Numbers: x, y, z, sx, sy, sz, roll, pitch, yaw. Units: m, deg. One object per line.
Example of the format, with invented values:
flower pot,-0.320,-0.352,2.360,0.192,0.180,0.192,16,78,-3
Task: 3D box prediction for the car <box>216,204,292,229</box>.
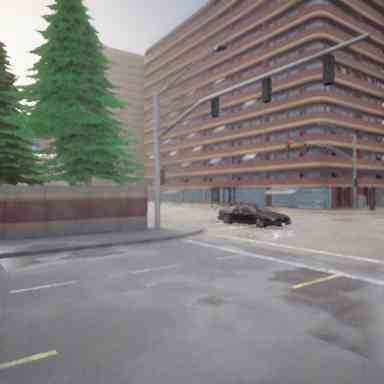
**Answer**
car,3.832,1.517,21.649,2.033,1.411,5.357,-1,0,-35
